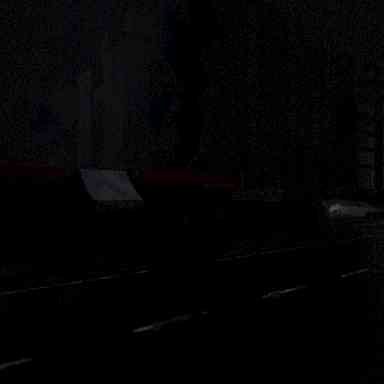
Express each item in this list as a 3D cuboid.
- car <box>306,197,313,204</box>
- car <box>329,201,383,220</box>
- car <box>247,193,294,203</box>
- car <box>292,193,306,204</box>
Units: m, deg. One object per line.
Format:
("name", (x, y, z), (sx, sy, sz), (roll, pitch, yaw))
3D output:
("car", (19.507, 1.103, 59.415), (1.905, 1.878, 3.866), (0, 0, -36))
("car", (13.833, 1.465, 27.814), (1.812, 1.442, 4.674), (0, 0, -36))
("car", (6.849, 1.291, 31.491), (2.097, 1.767, 4.553), (0, 0, -36))
("car", (17.114, 1.103, 57.705), (1.905, 1.878, 3.866), (0, 0, -36))
